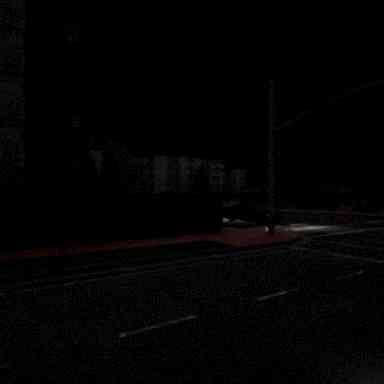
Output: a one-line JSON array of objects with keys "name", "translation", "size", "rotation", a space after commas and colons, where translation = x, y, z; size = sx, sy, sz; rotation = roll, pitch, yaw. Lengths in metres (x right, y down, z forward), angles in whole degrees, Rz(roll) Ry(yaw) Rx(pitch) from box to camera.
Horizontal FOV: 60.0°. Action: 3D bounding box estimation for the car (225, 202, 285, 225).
[{"name": "car", "translation": [4.629, 1.542, 25.088], "size": [1.882, 1.535, 5.008], "rotation": [0, 0, -38]}]
